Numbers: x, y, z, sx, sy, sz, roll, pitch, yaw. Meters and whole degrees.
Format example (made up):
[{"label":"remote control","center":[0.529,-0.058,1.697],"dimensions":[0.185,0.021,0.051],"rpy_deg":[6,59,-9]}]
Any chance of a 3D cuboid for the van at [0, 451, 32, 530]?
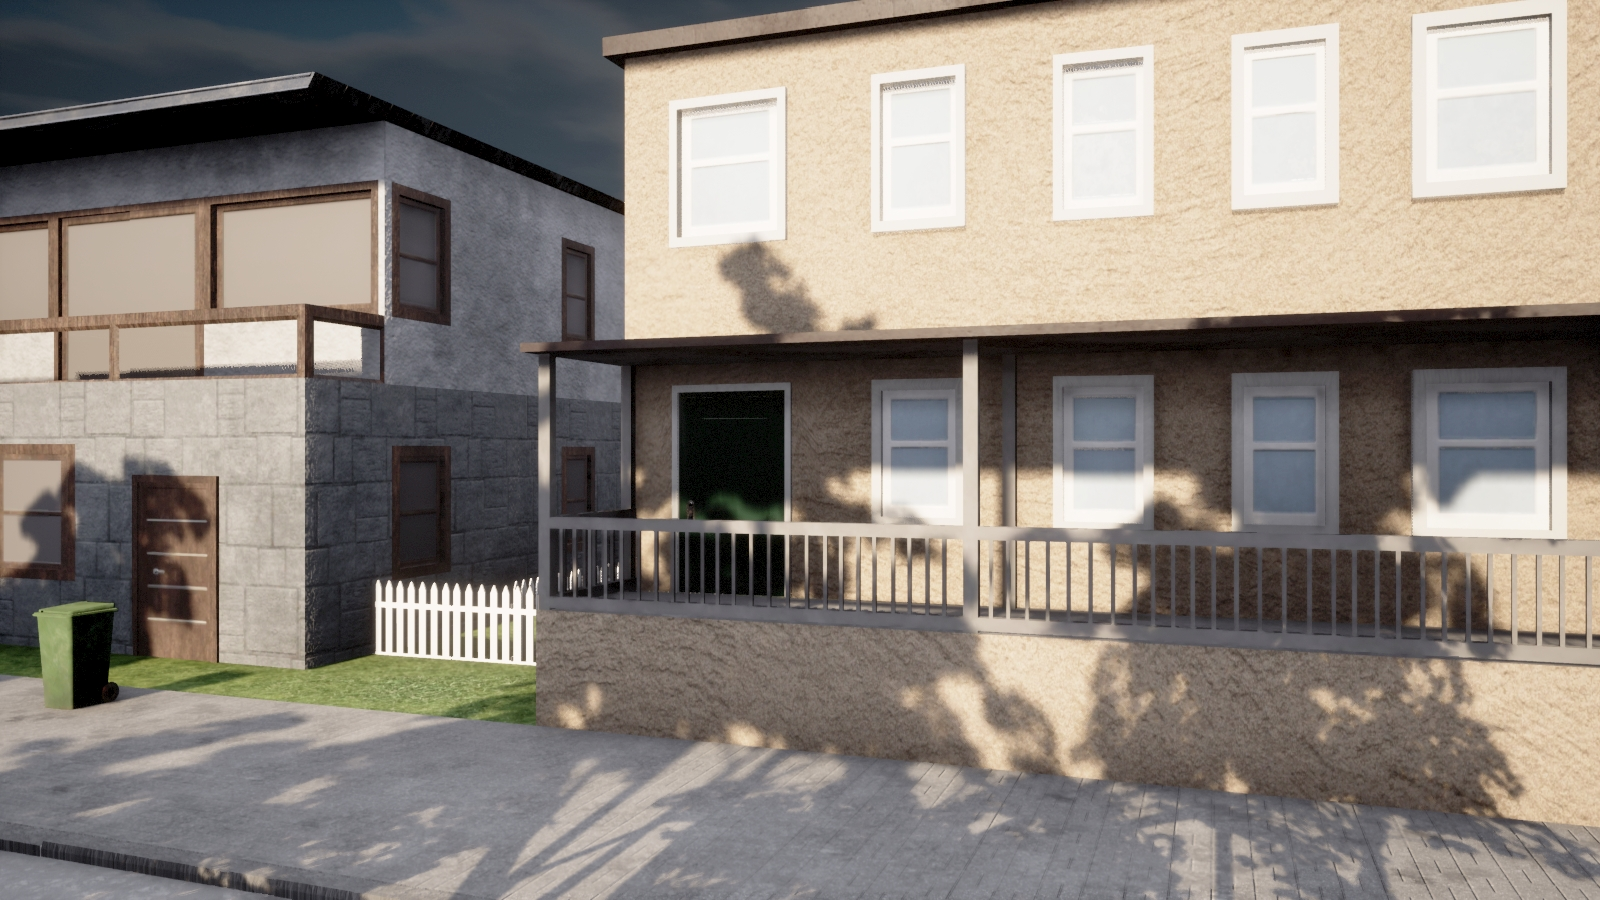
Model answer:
[{"label":"van","center":[-27.753,1.329,35.973],"dimensions":[1.988,2.561,5.915],"rpy_deg":[0,0,20]}]
